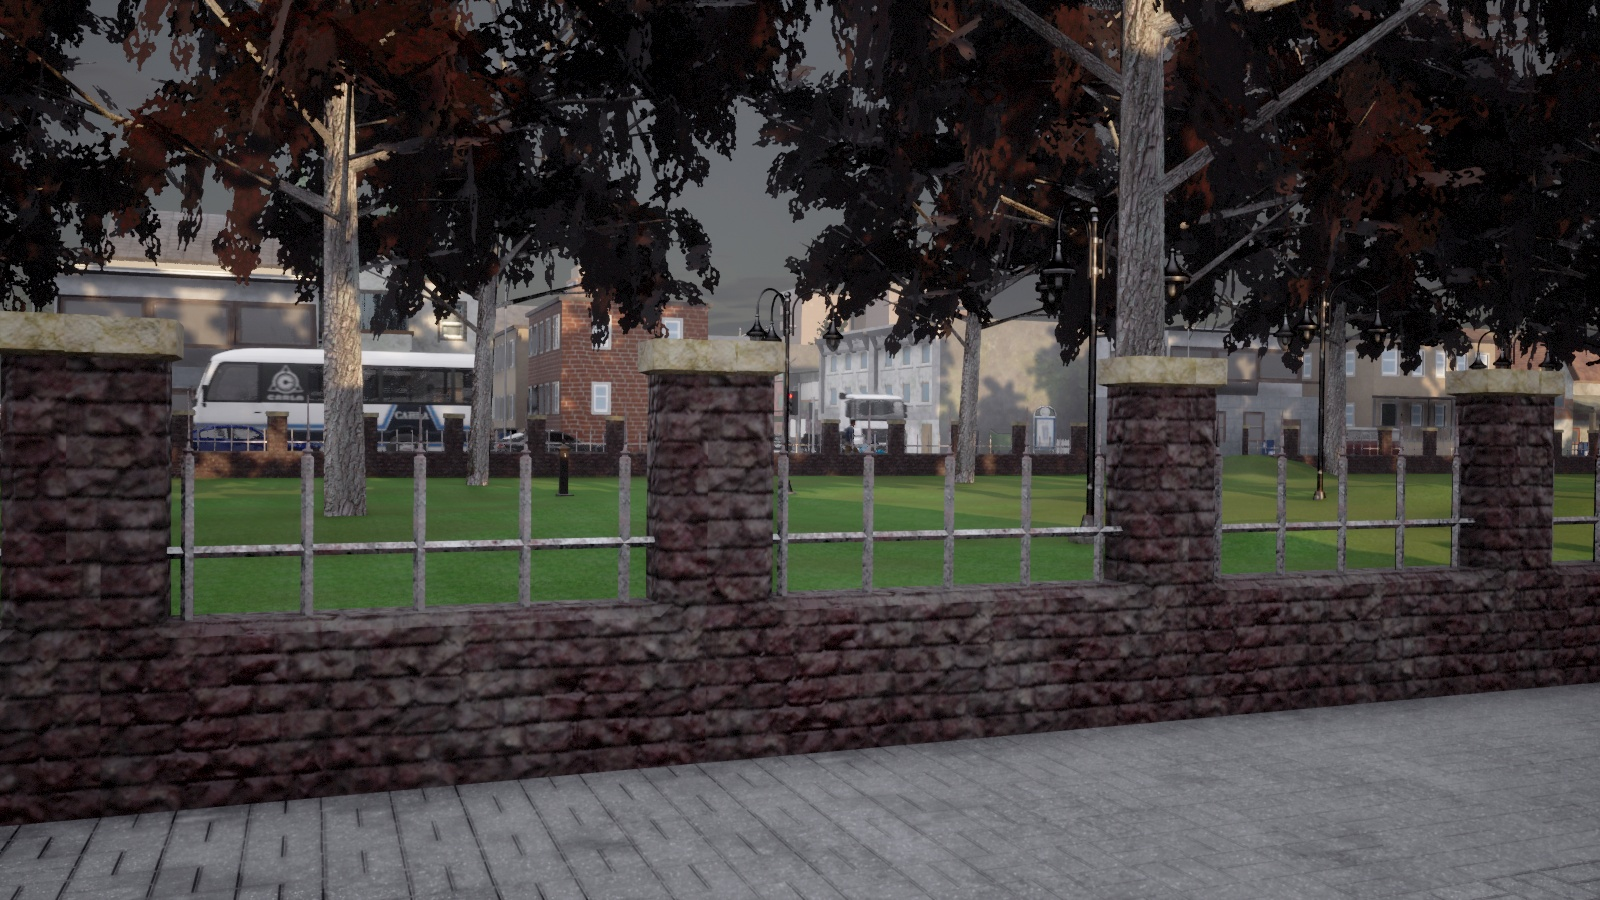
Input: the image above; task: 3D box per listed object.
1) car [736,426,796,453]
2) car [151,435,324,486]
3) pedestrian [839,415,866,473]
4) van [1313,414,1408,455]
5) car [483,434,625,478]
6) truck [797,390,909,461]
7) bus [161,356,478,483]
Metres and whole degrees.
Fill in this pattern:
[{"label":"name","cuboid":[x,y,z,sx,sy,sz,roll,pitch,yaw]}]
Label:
[{"label":"car","cuboid":[-2.182,-0.669,78.005,2.152,1.651,5.027,-1,1,-21]},{"label":"car","cuboid":[-18.238,0.307,40.900,5.008,1.535,1.882,-1,1,-24]},{"label":"pedestrian","cuboid":[1.796,-0.212,43.038,0.788,1.949,0.423,-1,1,-21]},{"label":"van","cuboid":[28.271,-0.785,63.343,4.442,1.987,1.775,-1,1,-21]},{"label":"car","cuboid":[-8.734,0.192,44.624,4.674,1.442,1.812,-1,1,-24]},{"label":"truck","cuboid":[2.621,-1.279,65.569,2.891,3.462,7.936,-1,1,-21]},{"label":"bus","cuboid":[-17.256,-1.135,45.689,10.273,4.253,3.944,-1,1,-21]}]
